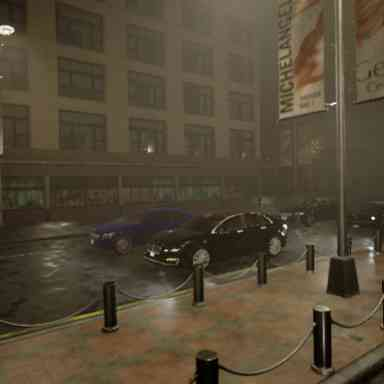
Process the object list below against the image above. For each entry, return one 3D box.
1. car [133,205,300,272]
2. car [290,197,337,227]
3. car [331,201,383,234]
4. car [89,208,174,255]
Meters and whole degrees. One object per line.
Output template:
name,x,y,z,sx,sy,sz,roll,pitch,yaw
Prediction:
car,0.913,1.325,10.192,4.892,1.490,1.837,-2,1,-36
car,6.843,1.040,18.741,4.902,1.511,2.128,-2,1,-35
car,9.069,1.141,16.032,4.718,1.301,1.895,-2,1,-35
car,-1.519,1.362,12.761,4.674,1.442,1.812,-2,1,-35
